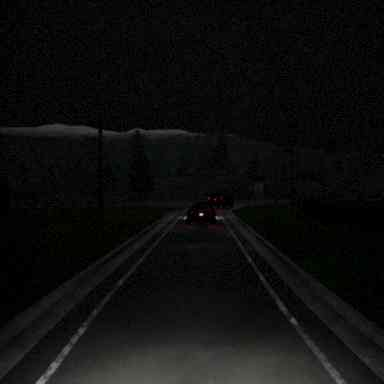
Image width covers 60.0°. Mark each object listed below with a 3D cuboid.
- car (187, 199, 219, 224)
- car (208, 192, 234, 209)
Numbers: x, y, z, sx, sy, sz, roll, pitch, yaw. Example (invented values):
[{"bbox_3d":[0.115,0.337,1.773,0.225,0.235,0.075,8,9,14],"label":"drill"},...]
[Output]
[{"bbox_3d":[0.672,1.426,23.677,1.994,1.385,4.181,0,0,2],"label":"car"},{"bbox_3d":[3.659,0.976,41.416,2.150,2.045,5.566,0,0,20],"label":"car"}]
